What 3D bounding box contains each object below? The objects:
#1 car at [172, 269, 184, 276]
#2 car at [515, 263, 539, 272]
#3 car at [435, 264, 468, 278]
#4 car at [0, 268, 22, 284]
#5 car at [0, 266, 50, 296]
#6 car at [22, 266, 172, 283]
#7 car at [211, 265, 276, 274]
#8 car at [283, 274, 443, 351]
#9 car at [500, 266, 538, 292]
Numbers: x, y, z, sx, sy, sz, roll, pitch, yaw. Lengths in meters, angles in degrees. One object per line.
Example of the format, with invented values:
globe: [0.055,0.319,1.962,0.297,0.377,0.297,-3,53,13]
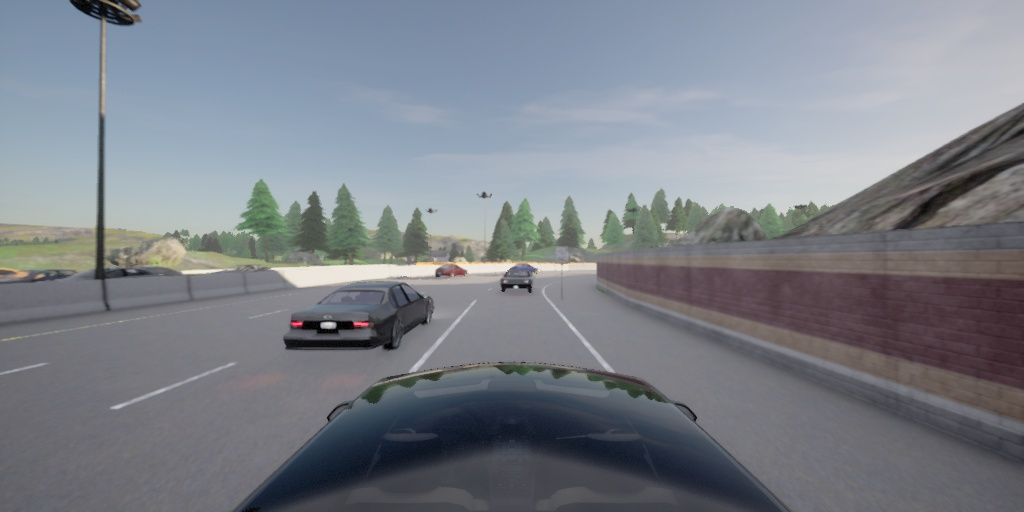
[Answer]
car: [-24.185,1.406,23.583,1.812,1.442,4.674,0,-1,3]
car: [1.570,1.653,45.187,1.812,1.442,4.674,-1,-1,35]
car: [-6.384,1.574,37.925,1.812,1.442,4.674,0,0,22]
car: [-24.473,1.387,18.677,2.033,1.411,5.357,0,0,0]
car: [-27.984,1.311,18.490,1.882,1.535,5.008,0,-1,0]
car: [-20.983,1.370,18.556,1.837,1.490,4.892,0,-1,0]
car: [-20.316,1.414,27.236,2.128,1.511,4.902,0,0,8]
car: [-3.396,1.354,9.143,2.033,1.411,5.357,0,0,0]
car: [0.458,1.538,23.101,1.895,1.301,4.718,0,0,6]
